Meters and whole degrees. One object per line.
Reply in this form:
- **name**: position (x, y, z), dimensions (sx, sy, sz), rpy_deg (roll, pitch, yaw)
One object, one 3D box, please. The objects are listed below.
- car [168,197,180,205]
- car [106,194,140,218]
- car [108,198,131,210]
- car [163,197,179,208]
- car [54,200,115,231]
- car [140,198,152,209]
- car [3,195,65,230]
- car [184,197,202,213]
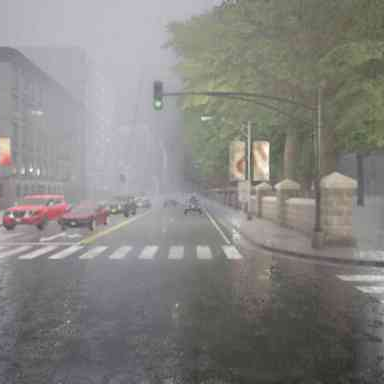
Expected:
- **car**: position (-3.257, 1.610, 59.778), dimensions (1.895, 1.301, 4.718), rpy_deg (0, 0, 0)
- **car**: position (-6.579, 1.231, 30.928), dimensions (2.150, 2.045, 5.566), rpy_deg (0, 0, 1)
- **car**: position (-9.804, 1.558, 45.494), dimensions (2.033, 1.411, 5.357), rpy_deg (0, 0, 1)
- **car**: position (-3.255, 1.503, 49.333), dimensions (2.128, 1.511, 4.902), rpy_deg (0, 0, 0)
- **car**: position (-6.589, 1.487, 20.986), dimensions (1.882, 1.535, 5.008), rpy_deg (0, 0, 0)
- **car**: position (-6.557, 1.502, 44.446), dimensions (2.128, 1.511, 4.902), rpy_deg (0, 0, 0)
- **car**: position (-9.851, 1.230, 21.483), dimensions (2.150, 2.045, 5.566), rpy_deg (0, 0, -1)
- **car**: position (0.096, 1.558, 36.737), dimensions (2.033, 1.411, 5.357), rpy_deg (0, 0, 0)
